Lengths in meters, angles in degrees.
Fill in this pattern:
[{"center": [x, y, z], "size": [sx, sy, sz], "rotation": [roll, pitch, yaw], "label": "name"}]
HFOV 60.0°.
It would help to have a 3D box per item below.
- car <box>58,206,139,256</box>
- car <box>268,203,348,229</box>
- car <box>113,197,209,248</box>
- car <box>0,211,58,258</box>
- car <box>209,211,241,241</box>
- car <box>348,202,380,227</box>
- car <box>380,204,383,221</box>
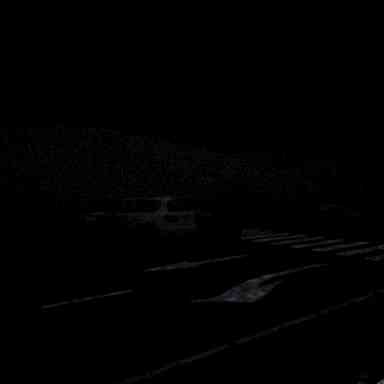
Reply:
[{"center": [-4.764, 1.494, 13.248], "size": [5.008, 1.535, 2.097], "rotation": [-1, -1, 35], "label": "car"}, {"center": [7.383, 1.571, 21.888], "size": [4.674, 1.452, 2.002], "rotation": [-1, -1, 35], "label": "car"}, {"center": [-2.363, 1.245, 14.987], "size": [5.566, 2.045, 2.435], "rotation": [-1, -1, 35], "label": "car"}, {"center": [-7.188, 1.495, 11.506], "size": [4.892, 1.521, 2.231], "rotation": [-1, -1, 35], "label": "car"}, {"center": [0.093, 1.503, 16.713], "size": [4.892, 1.521, 2.231], "rotation": [-1, -1, 34], "label": "car"}, {"center": [9.964, 1.539, 23.520], "size": [5.366, 1.575, 1.946], "rotation": [-1, -1, 35], "label": "car"}, {"center": [12.213, 1.592, 25.367], "size": [4.792, 1.488, 2.163], "rotation": [-1, -1, 35], "label": "car"}]
